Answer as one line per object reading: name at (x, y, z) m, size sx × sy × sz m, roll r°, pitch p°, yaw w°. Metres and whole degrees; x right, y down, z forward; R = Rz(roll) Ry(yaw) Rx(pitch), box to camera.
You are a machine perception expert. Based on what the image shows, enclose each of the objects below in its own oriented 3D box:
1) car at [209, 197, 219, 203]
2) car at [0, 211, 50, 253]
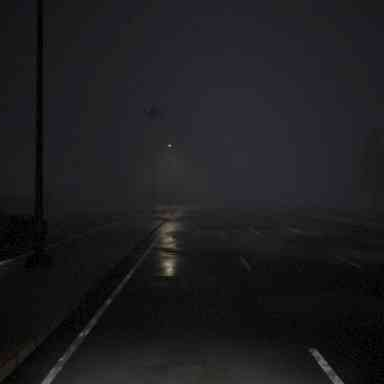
car at (6.584, 2.337, 95.079) m, size 2.128 × 1.511 × 4.902 m, roll 0°, pitch 0°, yaw 0°
car at (-8.093, 1.672, 14.528) m, size 2.033 × 1.411 × 5.357 m, roll 0°, pitch -1°, yaw 0°
